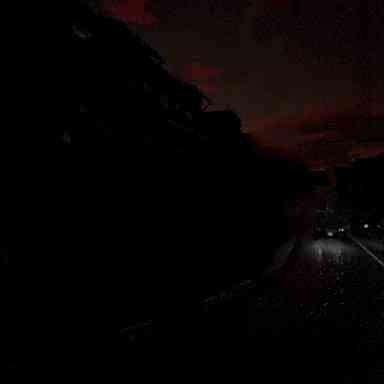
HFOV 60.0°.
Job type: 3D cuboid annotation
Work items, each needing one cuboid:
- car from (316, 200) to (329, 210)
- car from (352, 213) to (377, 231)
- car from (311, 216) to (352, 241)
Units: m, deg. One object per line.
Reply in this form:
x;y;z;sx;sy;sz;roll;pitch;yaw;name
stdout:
24.092;2.391;61.243;2.097;1.767;4.553;-1;1;21;car
15.852;2.727;30.883;1.837;1.490;4.892;-1;-2;21;car
9.045;2.342;22.007;2.128;1.511;4.902;-1;-3;21;car
